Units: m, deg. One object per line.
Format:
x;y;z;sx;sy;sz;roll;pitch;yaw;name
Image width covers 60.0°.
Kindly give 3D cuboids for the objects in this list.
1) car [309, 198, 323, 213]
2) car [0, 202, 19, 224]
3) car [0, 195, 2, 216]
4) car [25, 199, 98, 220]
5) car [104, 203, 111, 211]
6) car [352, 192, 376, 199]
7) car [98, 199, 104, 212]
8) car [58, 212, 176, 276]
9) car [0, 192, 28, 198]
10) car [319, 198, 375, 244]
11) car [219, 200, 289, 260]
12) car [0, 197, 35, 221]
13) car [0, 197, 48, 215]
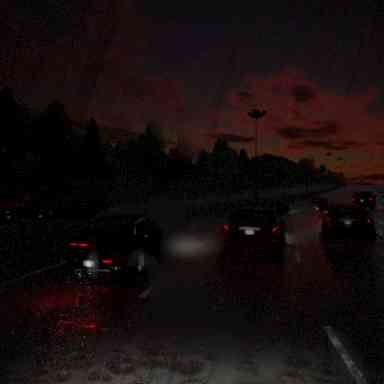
13.006;1.325;33.424;1.837;1.490;4.892;0;1;29;car
-11.400;1.400;16.011;2.033;1.411;5.357;0;0;18;car
-18.385;1.149;27.280;2.097;1.767;4.553;1;0;24;car
-8.828;1.342;22.942;1.994;1.385;4.181;1;0;24;car
-10.702;1.377;34.381;1.895;1.301;4.718;0;1;30;car
19.056;0.980;37.033;2.150;2.045;5.566;0;1;29;car
-9.945;1.391;28.344;1.994;1.385;4.181;0;1;27;car
-1.905;1.448;10.304;1.837;1.490;4.892;0;0;13;car
-15.223;1.045;25.787;2.150;2.045;5.566;0;0;24;car
7.526;1.337;16.088;2.097;1.767;4.553;1;0;24;car
2.471;1.314;12.703;2.097;1.767;4.553;1;0;17;car
-12.055;1.363;24.311;1.812;1.442;4.674;0;0;24;car
-16.314;1.273;31.455;1.837;1.490;4.892;0;0;27;car
